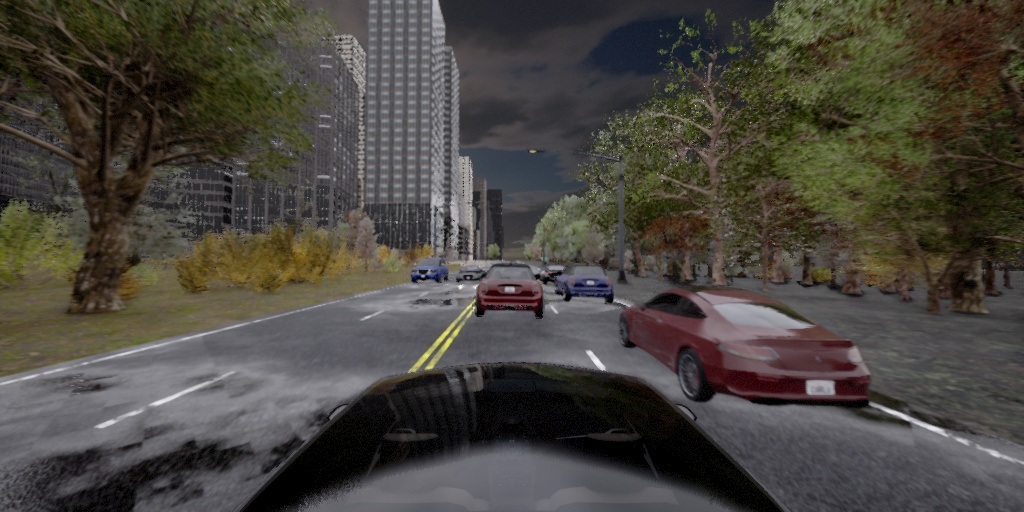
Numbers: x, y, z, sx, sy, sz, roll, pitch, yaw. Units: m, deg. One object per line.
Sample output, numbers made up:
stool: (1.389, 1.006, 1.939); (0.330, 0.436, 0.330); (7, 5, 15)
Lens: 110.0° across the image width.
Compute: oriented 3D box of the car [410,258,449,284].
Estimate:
car: (-6.591, 1.156, 29.345); (2.150, 2.045, 5.566); (0, 0, 0)

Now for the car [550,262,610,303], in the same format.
car: (3.275, 1.135, 17.075); (2.097, 1.767, 4.553); (1, 0, 0)

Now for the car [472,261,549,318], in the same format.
car: (-0.041, 1.034, 12.816); (2.097, 1.767, 4.553); (1, 0, 1)

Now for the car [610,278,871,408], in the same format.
car: (3.267, 1.242, 6.097); (1.812, 1.442, 4.674); (1, 0, 0)

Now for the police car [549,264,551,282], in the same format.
police car: (3.251, 1.399, 28.112); (2.038, 1.542, 4.974); (0, -1, 0)

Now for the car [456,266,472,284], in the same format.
car: (-3.339, 1.489, 29.243); (1.994, 1.385, 4.181); (0, 0, 0)
